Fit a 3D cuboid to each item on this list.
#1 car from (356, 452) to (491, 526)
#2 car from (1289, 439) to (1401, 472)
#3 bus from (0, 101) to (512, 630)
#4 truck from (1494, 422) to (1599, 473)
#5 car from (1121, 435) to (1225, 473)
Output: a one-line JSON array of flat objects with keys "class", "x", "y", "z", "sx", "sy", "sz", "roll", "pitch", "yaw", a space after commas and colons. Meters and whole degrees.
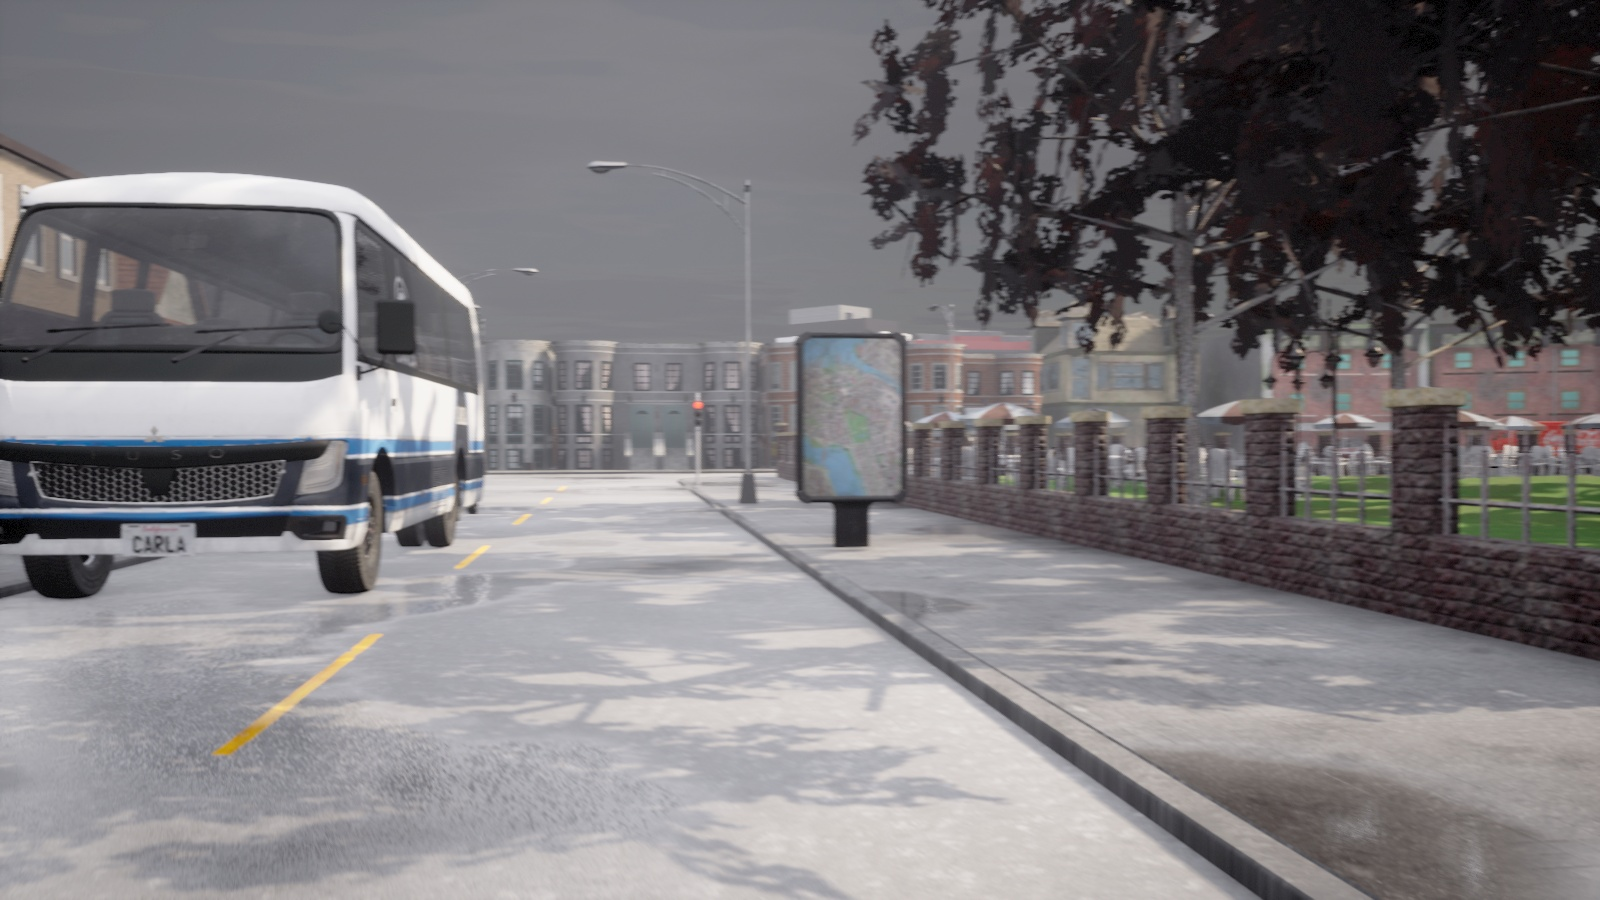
[{"class": "car", "x": -7.452, "y": 0.712, "z": 25.320, "sx": 1.895, "sy": 1.301, "sz": 4.718, "roll": 0, "pitch": 0, "yaw": -8}, {"class": "car", "x": 27.875, "y": 0.269, "z": 64.281, "sx": 4.856, "sy": 1.649, "sz": 2.033, "roll": -1, "pitch": 0, "yaw": -5}, {"class": "bus", "x": -6.081, "y": -0.710, "z": 15.319, "sx": 3.944, "sy": 4.253, "sz": 10.273, "roll": 0, "pitch": 0, "yaw": -7}, {"class": "truck", "x": 37.794, "y": -0.139, "z": 62.567, "sx": 5.204, "sy": 2.467, "sz": 2.627, "roll": 1, "pitch": 1, "yaw": 40}, {"class": "car", "x": 18.713, "y": 0.177, "z": 63.035, "sx": 4.605, "sy": 1.855, "sz": 1.932, "roll": 0, "pitch": 0, "yaw": -8}]
